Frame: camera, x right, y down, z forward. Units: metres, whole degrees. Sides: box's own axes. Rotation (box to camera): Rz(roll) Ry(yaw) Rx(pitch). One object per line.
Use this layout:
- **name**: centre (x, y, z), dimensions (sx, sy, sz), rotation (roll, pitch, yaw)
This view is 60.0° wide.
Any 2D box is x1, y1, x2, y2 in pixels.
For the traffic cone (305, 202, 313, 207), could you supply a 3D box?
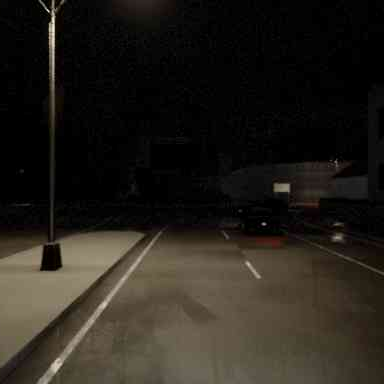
- **traffic cone**: centre (17.228, 1.957, 49.089), dimensions (0.340, 0.580, 0.340), rotation (0, 0, 35)

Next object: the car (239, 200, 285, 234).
- **car**: centre (3.828, 1.478, 19.381), dimensions (1.882, 1.535, 5.008), rotation (0, 0, 4)

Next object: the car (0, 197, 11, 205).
- **car**: centre (-33.969, 1.506, 58.061), dimensions (4.902, 1.511, 2.128), rotation (0, 0, 15)

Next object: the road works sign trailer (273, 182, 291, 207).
- **road works sign trailer**: centre (12.017, 0.466, 44.184), dimensions (2.380, 3.560, 2.880), rotation (0, 0, 35)

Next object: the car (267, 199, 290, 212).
- **car**: centre (9.346, 1.479, 37.360), dimensions (1.882, 1.535, 5.008), rotation (-1, -1, 36)
